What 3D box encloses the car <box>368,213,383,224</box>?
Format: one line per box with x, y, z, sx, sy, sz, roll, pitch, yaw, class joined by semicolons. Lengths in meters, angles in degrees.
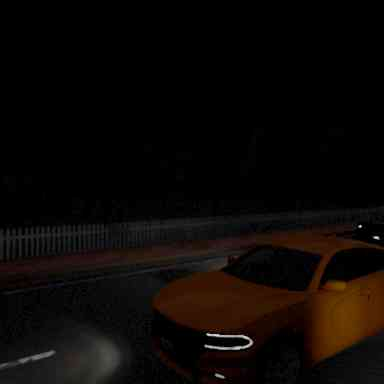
9.329;1.550;14.838;4.718;1.301;1.895;0;0;-35;car

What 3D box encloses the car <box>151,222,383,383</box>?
1.755;1.464;5.218;5.008;1.535;1.882;0;0;-35;car
